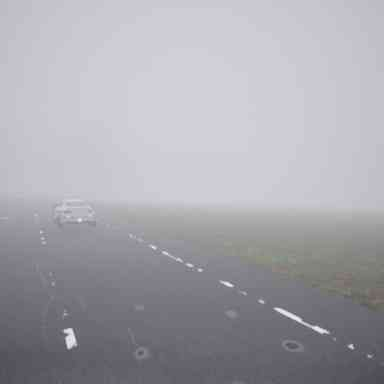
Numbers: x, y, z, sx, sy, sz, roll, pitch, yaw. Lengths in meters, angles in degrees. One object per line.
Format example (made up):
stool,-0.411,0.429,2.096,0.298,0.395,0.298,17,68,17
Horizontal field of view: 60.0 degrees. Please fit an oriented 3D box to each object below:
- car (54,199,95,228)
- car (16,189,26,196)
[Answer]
car,-6.635,1.102,18.633,1.812,1.442,4.674,0,1,-26
car,-35.213,0.049,68.603,2.033,1.411,5.357,0,1,-26
